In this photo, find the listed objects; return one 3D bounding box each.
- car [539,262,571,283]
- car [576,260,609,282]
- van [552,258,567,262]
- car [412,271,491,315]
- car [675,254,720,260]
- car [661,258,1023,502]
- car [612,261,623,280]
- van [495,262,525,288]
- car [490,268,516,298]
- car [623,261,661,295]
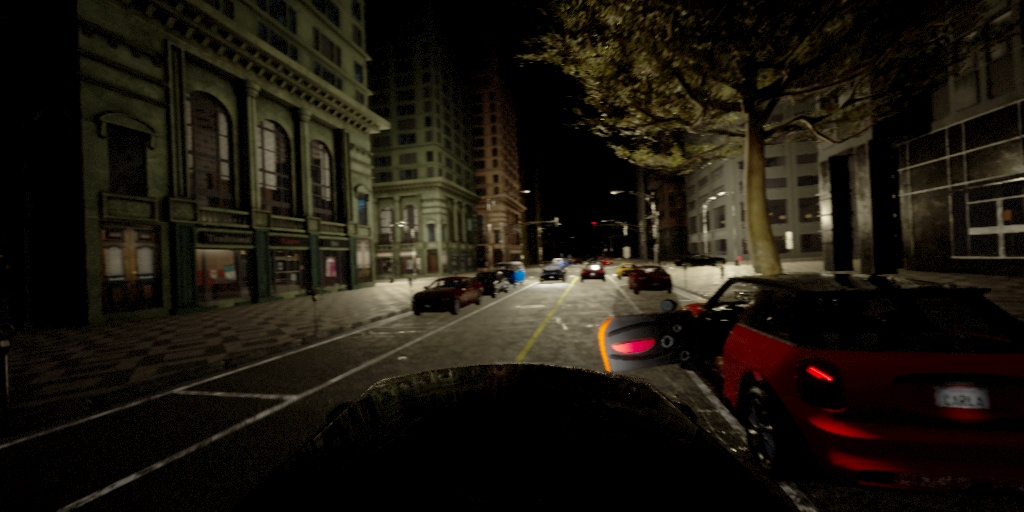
[{"bbox_3d":[3.430,1.429,29.136,1.994,1.385,4.181,-3,-1,13],"label":"car"},{"bbox_3d":[6.422,1.292,28.424,1.994,1.385,4.181,-3,-1,14],"label":"car"},{"bbox_3d":[8.094,1.341,62.520,1.690,1.789,3.998,0,0,13],"label":"van"},{"bbox_3d":[-2.494,1.527,14.872,1.888,1.381,4.507,0,0,13],"label":"car"},{"bbox_3d":[20.090,0.502,38.354,5.008,1.535,1.882,-4,-1,11],"label":"car"},{"bbox_3d":[3.501,0.976,4.497,2.097,1.767,4.553,-3,-1,13],"label":"car"},{"bbox_3d":[9.386,1.132,29.024,1.751,1.417,4.829,0,0,13],"label":"car"},{"bbox_3d":[-0.143,1.323,25.440,1.690,1.789,3.998,0,0,13],"label":"van"},{"bbox_3d":[-1.318,1.548,20.156,1.948,1.339,4.313,0,0,13],"label":"car"},{"bbox_3d":[7.045,1.150,18.532,1.888,1.381,4.507,0,0,13],"label":"car"}]
